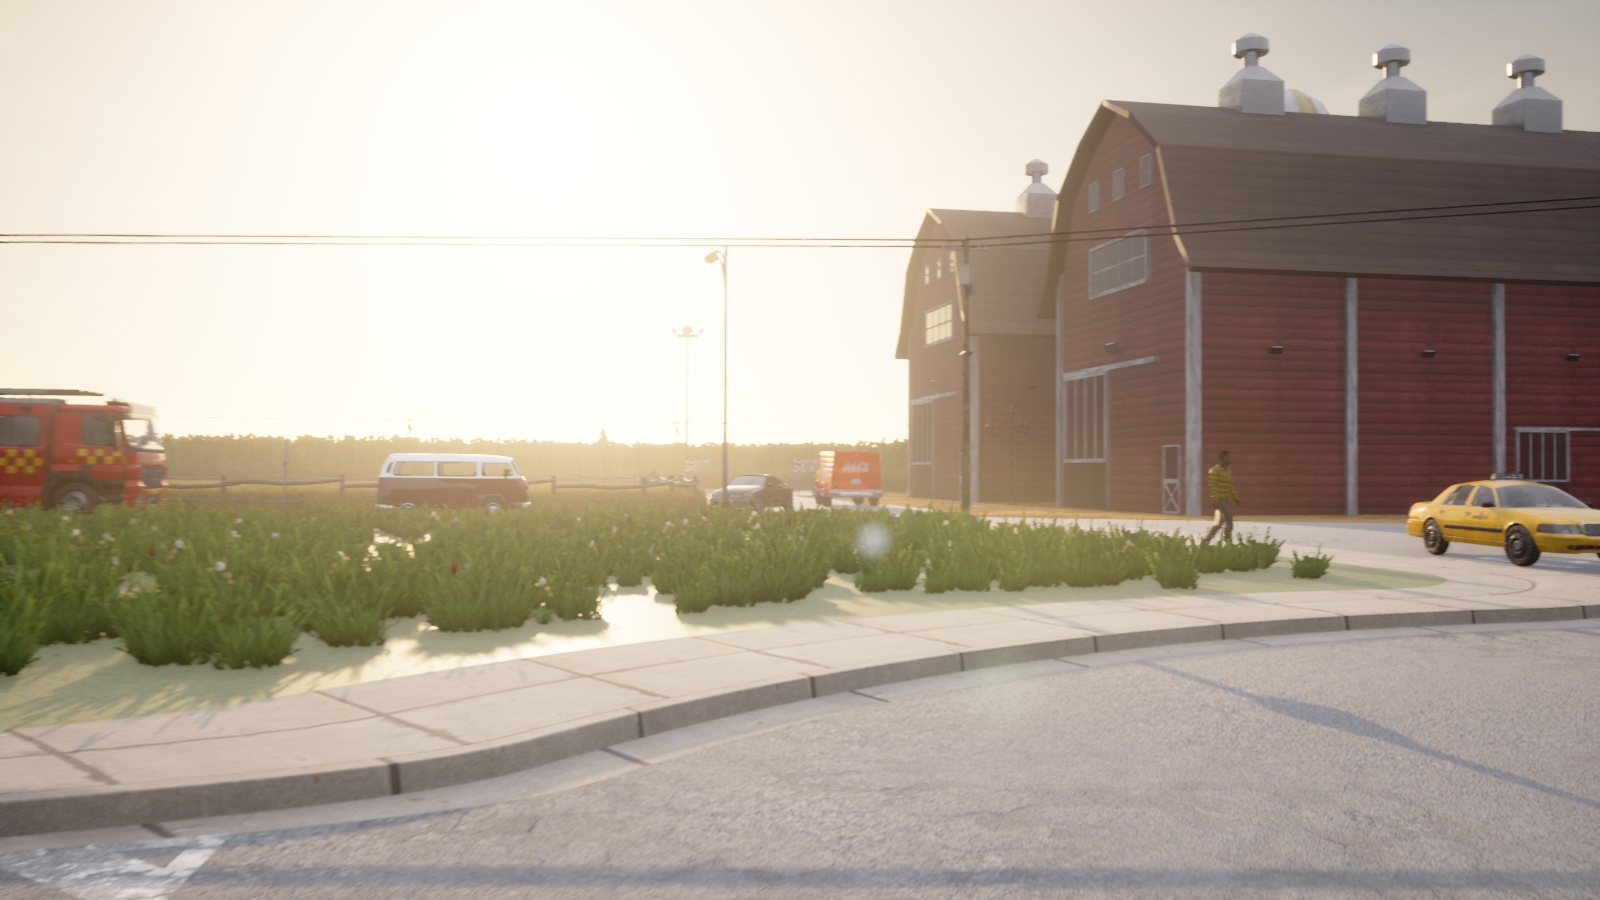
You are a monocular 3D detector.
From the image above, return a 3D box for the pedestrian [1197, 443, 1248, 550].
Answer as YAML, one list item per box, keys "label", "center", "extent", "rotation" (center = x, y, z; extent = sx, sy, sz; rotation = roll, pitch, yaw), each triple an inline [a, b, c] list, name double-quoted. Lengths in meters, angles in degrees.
- label: "pedestrian"
  center: [7.389, 0.811, 21.970]
  extent: [0.431, 1.840, 0.709]
  rotation: [1, -1, -39]

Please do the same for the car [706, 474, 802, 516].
- label: "car"
  center: [-1.637, 1.622, 46.538]
  extent: [1.812, 1.442, 4.674]
  rotation: [0, -1, 22]

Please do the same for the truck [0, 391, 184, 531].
- label: "truck"
  center: [-22.568, 0.329, 35.820]
  extent: [8.468, 3.827, 2.891]
  rotation: [0, -1, -11]

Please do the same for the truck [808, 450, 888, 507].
- label: "truck"
  center: [2.105, 1.275, 57.042]
  extent: [2.627, 2.467, 5.204]
  rotation: [0, -1, -9]

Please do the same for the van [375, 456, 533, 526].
- label: "van"
  center: [-10.406, 1.212, 38.099]
  extent: [4.480, 2.038, 2.069]
  rotation: [0, -1, -11]

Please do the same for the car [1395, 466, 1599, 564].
- label: "car"
  center: [13.055, 1.092, 23.014]
  extent: [1.801, 1.575, 5.366]
  rotation: [0, -1, 1]
